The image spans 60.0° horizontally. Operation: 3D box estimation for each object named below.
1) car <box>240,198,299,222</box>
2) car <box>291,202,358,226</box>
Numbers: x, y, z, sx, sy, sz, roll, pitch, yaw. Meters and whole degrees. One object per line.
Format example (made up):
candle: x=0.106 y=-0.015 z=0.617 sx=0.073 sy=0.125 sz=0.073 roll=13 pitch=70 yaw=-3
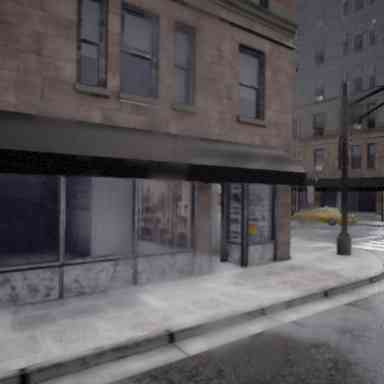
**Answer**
car: x=6.853 y=1.540 z=29.949 sx=2.192 sy=1.841 sz=5.009 roll=1 pitch=-1 yaw=-35
car: x=10.042 y=1.756 z=25.456 sx=1.752 sy=1.417 sz=4.829 roll=1 pitch=-1 yaw=-35
